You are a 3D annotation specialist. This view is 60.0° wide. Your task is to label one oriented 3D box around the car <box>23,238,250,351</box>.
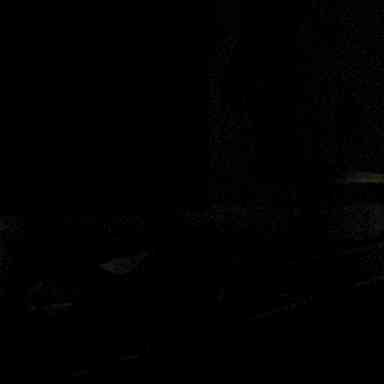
[{"bbox_3d":[-0.752,1.568,6.110,4.206,1.307,1.802,0,0,-35],"label":"car"}]
